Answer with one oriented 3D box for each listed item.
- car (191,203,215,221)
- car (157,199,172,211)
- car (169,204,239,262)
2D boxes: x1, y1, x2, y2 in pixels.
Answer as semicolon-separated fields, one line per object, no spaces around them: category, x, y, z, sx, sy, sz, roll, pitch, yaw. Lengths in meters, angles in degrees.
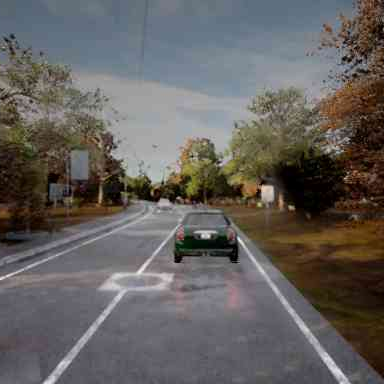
car;0.903;1.725;29.648;1.895;1.301;4.718;0;0;0
car;-3.648;1.673;44.003;1.812;1.442;4.674;1;0;-7
car;0.503;1.399;12.436;2.097;1.767;4.553;0;0;2
